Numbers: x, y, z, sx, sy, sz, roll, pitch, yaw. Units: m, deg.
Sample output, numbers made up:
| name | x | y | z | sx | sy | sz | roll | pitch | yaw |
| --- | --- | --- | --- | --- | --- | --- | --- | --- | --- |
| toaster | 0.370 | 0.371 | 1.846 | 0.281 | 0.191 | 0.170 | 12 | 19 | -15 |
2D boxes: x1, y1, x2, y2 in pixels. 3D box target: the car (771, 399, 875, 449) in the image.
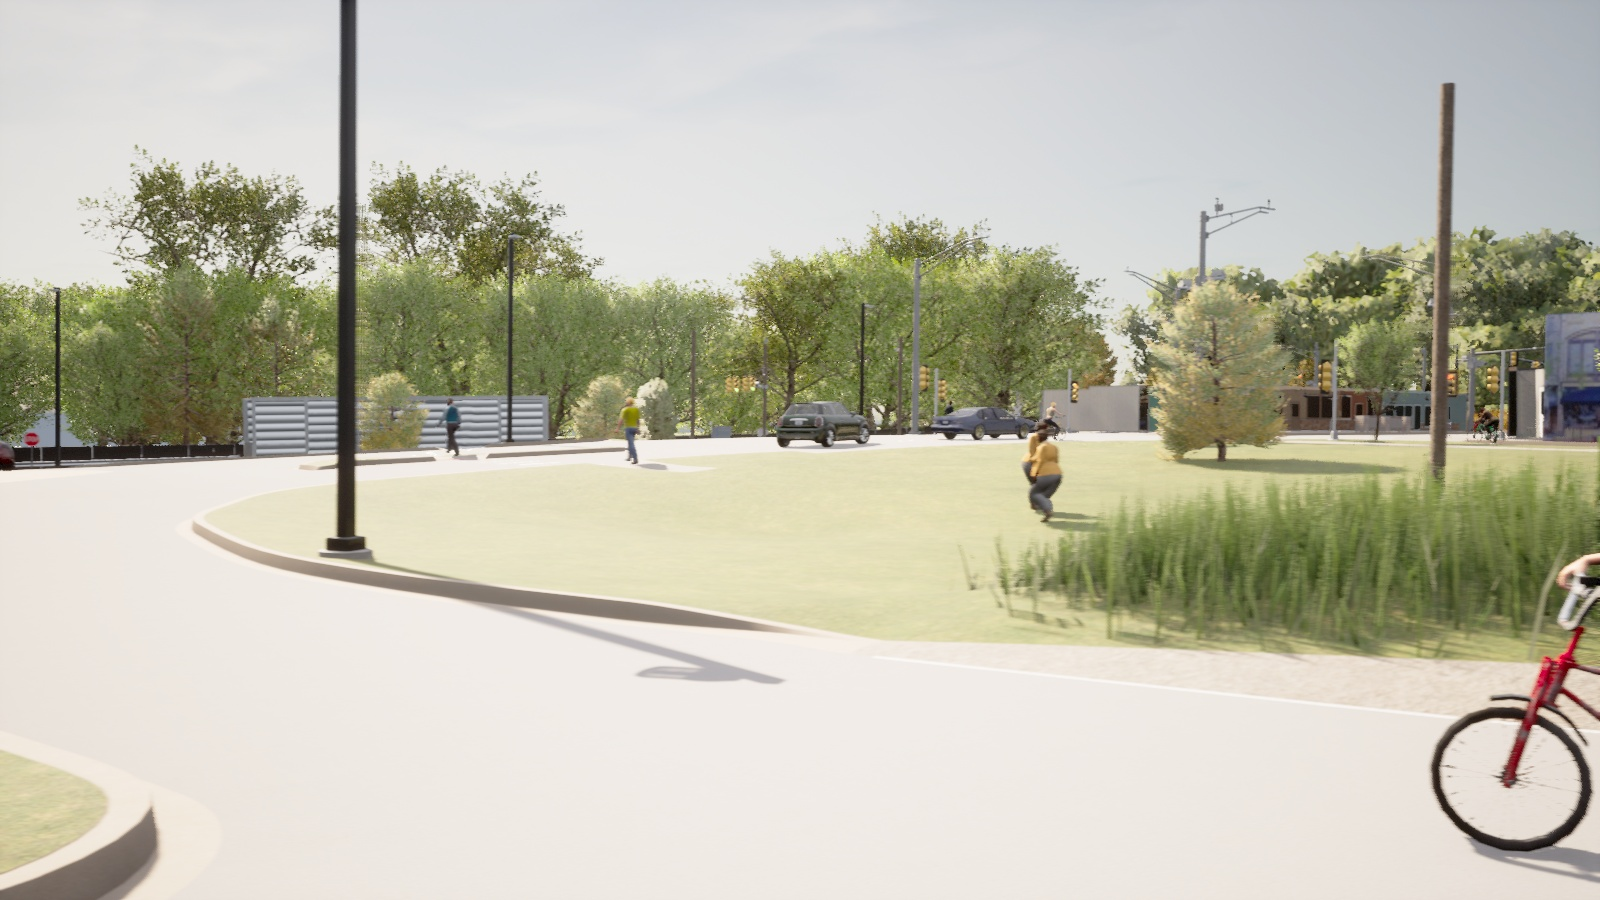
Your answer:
| name | x | y | z | sx | sy | sz | roll | pitch | yaw |
| --- | --- | --- | --- | --- | --- | --- | --- | --- | --- |
| car | 0.938 | -1.040 | 47.537 | 2.097 | 1.767 | 4.553 | 1 | 3 | 27 |

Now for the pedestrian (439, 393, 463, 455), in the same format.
| name | x | y | z | sx | sy | sz | roll | pitch | yaw |
| --- | --- | --- | --- | --- | --- | --- | --- | --- | --- |
| pedestrian | -10.933 | -0.810 | 39.317 | 0.692 | 1.930 | 0.396 | 2 | 2 | 40 |

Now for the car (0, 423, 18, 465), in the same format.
| name | x | y | z | sx | sy | sz | roll | pitch | yaw |
| --- | --- | --- | --- | --- | --- | --- | --- | --- | --- |
| car | -28.223 | -0.160 | 42.569 | 4.181 | 1.385 | 1.994 | -1 | 0 | 45 |

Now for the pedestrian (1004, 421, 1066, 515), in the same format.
| name | x | y | z | sx | sy | sz | roll | pitch | yaw |
| --- | --- | --- | --- | --- | --- | --- | --- | --- | --- |
| pedestrian | 4.811 | 0.347 | 25.653 | 0.900 | 1.855 | 0.874 | 2 | 2 | 37 |

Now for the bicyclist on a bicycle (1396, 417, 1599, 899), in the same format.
| name | x | y | z | sx | sy | sz | roll | pitch | yaw |
| --- | --- | --- | --- | --- | --- | --- | --- | --- | --- |
| bicyclist on a bicycle | 3.003 | 0.704 | 4.482 | 1.509 | 1.612 | 0.866 | 1 | -1 | 21 |

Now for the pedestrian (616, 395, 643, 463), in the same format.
| name | x | y | z | sx | sy | sz | roll | pitch | yaw |
| --- | --- | --- | --- | --- | --- | --- | --- | --- | --- |
| pedestrian | -4.638 | -0.575 | 34.066 | 0.354 | 1.836 | 0.706 | 0 | 2 | -42 |

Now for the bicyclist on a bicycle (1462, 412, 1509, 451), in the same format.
| name | x | y | z | sx | sy | sz | roll | pitch | yaw |
| --- | --- | --- | --- | --- | --- | --- | --- | --- | --- |
| bicyclist on a bicycle | 29.754 | -0.809 | 54.554 | 0.582 | 1.620 | 1.656 | 0 | 2 | -35 |

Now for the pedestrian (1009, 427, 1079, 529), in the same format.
| name | x | y | z | sx | sy | sz | roll | pitch | yaw |
| --- | --- | --- | --- | --- | --- | --- | --- | --- | --- |
| pedestrian | 4.626 | 0.512 | 23.821 | 0.874 | 1.855 | 0.900 | 0 | 2 | -41 |

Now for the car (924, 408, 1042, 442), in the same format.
| name | x | y | z | sx | sy | sz | roll | pitch | yaw |
| --- | --- | --- | --- | --- | --- | --- | --- | --- | --- |
| car | 7.995 | -1.102 | 54.578 | 5.357 | 1.411 | 2.033 | -1 | 2 | -41 |
